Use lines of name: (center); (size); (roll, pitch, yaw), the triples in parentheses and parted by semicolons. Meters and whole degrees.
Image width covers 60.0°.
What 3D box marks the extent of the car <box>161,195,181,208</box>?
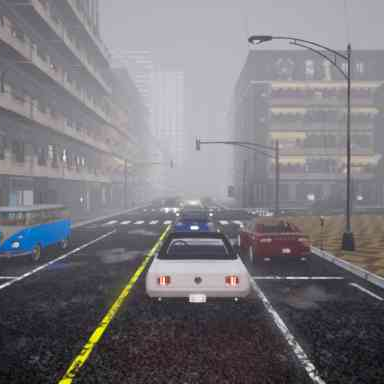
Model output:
car: (-3.033, 1.579, 49.543); (1.994, 1.385, 4.181); (0, 0, 0)

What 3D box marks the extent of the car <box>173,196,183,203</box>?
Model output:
car: (-2.917, 1.537, 69.290); (1.837, 1.490, 4.892); (0, 0, 0)

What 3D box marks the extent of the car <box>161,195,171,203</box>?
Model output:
car: (-5.611, 1.476, 71.795); (1.967, 1.590, 4.097); (-1, 0, 0)

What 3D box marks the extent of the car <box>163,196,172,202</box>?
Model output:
car: (-5.603, 1.624, 77.323); (1.802, 1.307, 4.206); (-1, 0, 0)

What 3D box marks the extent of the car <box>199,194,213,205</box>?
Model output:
car: (2.756, 1.465, 60.724); (1.967, 1.590, 4.097); (-1, 0, 0)

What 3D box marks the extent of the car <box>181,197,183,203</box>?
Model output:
car: (-3.005, 1.571, 58.930); (2.033, 1.411, 5.357); (0, 0, 1)

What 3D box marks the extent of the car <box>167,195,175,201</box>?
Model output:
car: (-5.590, 1.581, 88.209); (1.752, 1.417, 4.829); (-1, 0, 0)

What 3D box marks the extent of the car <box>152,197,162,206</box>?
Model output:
car: (-5.630, 1.571, 55.212); (2.008, 1.369, 4.403); (0, 0, 0)

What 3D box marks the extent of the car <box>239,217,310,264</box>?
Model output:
car: (2.696, 1.545, 11.725); (1.887, 1.381, 4.507); (0, 0, 0)

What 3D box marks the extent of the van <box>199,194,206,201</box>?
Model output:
van: (2.789, 1.397, 88.363); (1.690, 1.788, 3.998); (-1, 0, 0)

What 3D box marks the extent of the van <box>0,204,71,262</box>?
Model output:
van: (-5.686, 1.341, 11.736); (1.690, 1.788, 3.998); (0, 0, 0)

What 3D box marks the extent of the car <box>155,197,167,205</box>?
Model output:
car: (-5.623, 1.591, 60.739); (1.947, 1.339, 4.313); (0, 0, 0)

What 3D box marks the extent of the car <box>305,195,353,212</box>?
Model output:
car: (14.193, 1.097, 34.677); (4.553, 1.767, 2.097); (-1, 0, 2)

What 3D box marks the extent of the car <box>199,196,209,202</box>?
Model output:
car: (2.778, 1.593, 77.307); (2.008, 1.369, 4.403); (-1, 0, 0)

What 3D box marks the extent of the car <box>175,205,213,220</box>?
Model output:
car: (0.118, 1.565, 16.872); (1.994, 1.385, 4.181); (0, 0, 0)

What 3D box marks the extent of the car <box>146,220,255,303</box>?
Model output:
car: (0.110, 1.601, 8.134); (1.895, 1.301, 4.718); (0, 0, 0)
